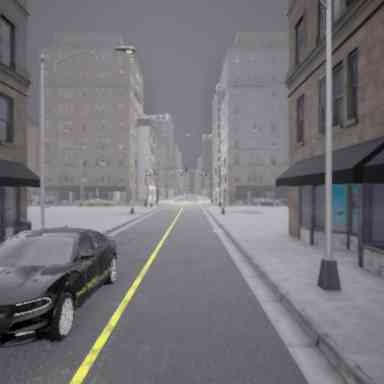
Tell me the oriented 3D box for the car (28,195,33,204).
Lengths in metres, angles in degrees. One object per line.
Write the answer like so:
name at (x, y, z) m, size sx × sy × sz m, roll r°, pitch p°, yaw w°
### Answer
car at (-32.059, 1.416, 61.530) m, size 5.009 × 1.841 × 2.192 m, roll 0°, pitch 0°, yaw 0°

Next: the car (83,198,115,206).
car at (-14.911, 1.651, 53.491) m, size 4.829 × 1.417 × 1.752 m, roll 0°, pitch 0°, yaw 0°

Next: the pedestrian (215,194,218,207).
pedestrian at (3.511, 1.242, 48.279) m, size 0.375 × 1.860 × 0.375 m, roll 0°, pitch 0°, yaw 0°

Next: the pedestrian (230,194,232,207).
pedestrian at (5.511, 1.247, 47.679) m, size 0.375 × 1.860 × 0.375 m, roll 0°, pitch 0°, yaw 0°

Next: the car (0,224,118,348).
car at (-2.850, 1.490, 6.726) m, size 1.882 × 1.535 × 5.008 m, roll 0°, pitch 0°, yaw 0°

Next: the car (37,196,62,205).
car at (-26.397, 1.542, 61.525) m, size 4.097 × 1.590 × 1.967 m, roll 0°, pitch 0°, yaw 0°

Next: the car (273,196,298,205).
car at (17.181, 1.555, 61.488) m, size 4.097 × 1.590 × 1.967 m, roll 0°, pitch 0°, yaw 0°

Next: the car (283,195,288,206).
car at (17.174, 1.451, 53.463) m, size 5.009 × 1.841 × 2.192 m, roll 0°, pitch 0°, yaw 0°

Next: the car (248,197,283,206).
car at (11.765, 1.685, 53.468) m, size 4.403 × 1.369 × 2.008 m, roll 0°, pitch 0°, yaw 0°

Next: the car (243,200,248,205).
car at (11.772, 1.658, 61.493) m, size 4.507 × 1.381 × 1.887 m, roll 0°, pitch 0°, yaw 0°
